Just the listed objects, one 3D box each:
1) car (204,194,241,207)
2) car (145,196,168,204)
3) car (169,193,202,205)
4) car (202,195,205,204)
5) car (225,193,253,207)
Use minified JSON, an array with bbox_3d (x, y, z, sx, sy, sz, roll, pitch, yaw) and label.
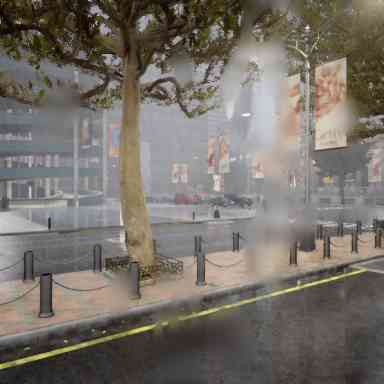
[{"bbox_3d":[4.583,1.492,50.713,2.128,1.511,4.902,0,0,-35],"label":"car"},{"bbox_3d":[-7.684,1.505,66.441,4.892,1.490,1.837,0,0,43],"label":"car"},{"bbox_3d":[-1.166,1.221,58.722,2.150,2.045,5.566,0,0,-36],"label":"car"},{"bbox_3d":[1.494,1.352,60.949,2.097,1.767,4.553,0,0,-37],"label":"car"},{"bbox_3d":[7.194,1.221,53.084,2.150,2.045,5.566,0,0,-36],"label":"car"}]
